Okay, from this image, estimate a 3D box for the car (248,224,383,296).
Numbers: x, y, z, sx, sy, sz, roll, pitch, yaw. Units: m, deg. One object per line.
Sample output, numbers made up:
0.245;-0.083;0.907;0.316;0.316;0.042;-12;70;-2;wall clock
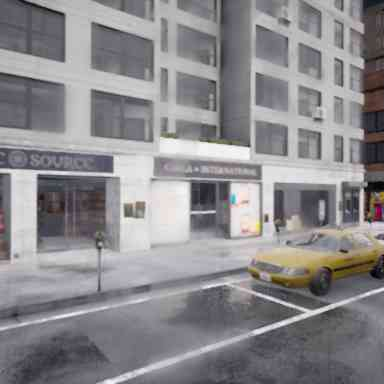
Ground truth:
3.584;1.570;8.745;4.829;1.417;1.752;0;0;-36;car
